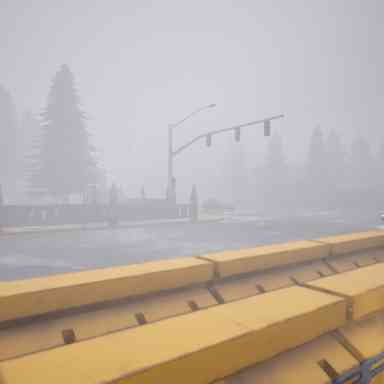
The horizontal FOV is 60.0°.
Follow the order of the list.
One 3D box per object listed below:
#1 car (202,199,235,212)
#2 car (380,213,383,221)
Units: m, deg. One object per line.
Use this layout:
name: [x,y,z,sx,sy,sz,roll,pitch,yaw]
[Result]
car: [3.052,1.526,39.655,1.812,1.442,4.674,0,0,-35]
car: [15.600,1.547,23.744,5.357,1.411,2.033,0,0,-36]
